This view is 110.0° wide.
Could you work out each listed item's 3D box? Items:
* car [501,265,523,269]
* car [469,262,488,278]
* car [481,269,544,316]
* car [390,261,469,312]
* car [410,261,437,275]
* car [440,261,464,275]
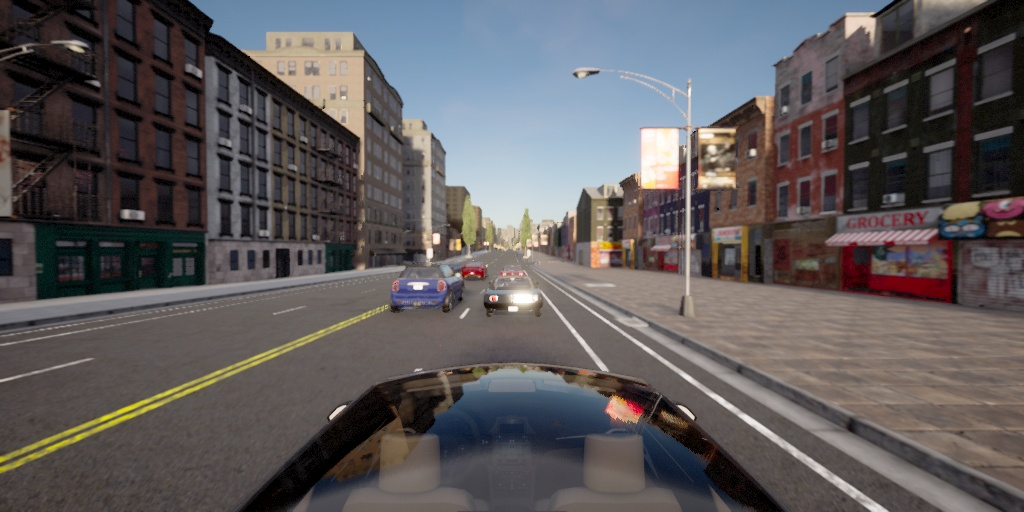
[{"bbox_3d":[0.054,1.343,28.262,1.895,1.301,4.718,0,0,0],"label":"car"},{"bbox_3d":[-3.182,1.218,31.136,1.882,1.535,5.008,0,0,0],"label":"car"},{"bbox_3d":[0.059,1.337,13.236,1.895,1.301,4.718,0,0,0],"label":"car"},{"bbox_3d":[-3.183,1.087,14.337,2.097,1.767,4.553,0,0,0],"label":"car"},{"bbox_3d":[-9.860,1.287,40.159,1.994,1.385,4.181,0,0,0],"label":"car"},{"bbox_3d":[-6.609,1.287,40.226,1.994,1.385,4.181,0,0,0],"label":"car"}]
